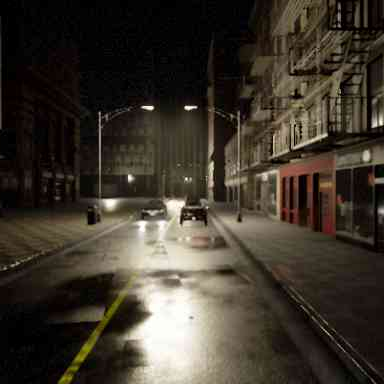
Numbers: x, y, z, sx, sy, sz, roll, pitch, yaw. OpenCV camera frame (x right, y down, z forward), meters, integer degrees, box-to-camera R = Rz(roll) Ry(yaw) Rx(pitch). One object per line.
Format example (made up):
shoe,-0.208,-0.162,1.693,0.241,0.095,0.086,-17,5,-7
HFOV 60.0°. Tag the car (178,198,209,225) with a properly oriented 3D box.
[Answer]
car,0.105,1.405,23.225,1.837,1.490,4.892,0,0,0

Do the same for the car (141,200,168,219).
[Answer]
car,-2.994,1.412,27.473,1.812,1.442,4.674,0,0,0
